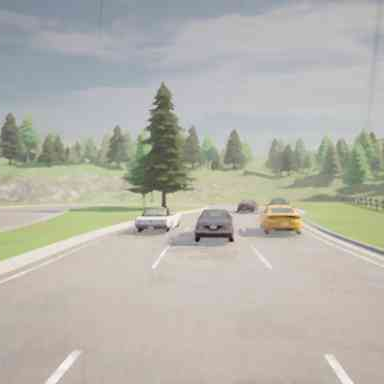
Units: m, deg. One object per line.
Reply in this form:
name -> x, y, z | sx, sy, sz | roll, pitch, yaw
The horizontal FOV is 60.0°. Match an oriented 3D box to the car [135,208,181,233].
car -> -1.892, 1.630, 20.149 | 1.895, 1.301, 4.718 | 0, 0, 8

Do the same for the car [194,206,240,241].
car -> 1.196, 1.573, 16.783 | 2.033, 1.411, 5.357 | 0, 0, 6

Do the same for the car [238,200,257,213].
car -> 6.393, 1.583, 38.000 | 1.812, 1.442, 4.674 | 0, 0, 19

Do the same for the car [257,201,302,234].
car -> 5.087, 1.507, 19.431 | 1.882, 1.535, 5.008 | 0, 0, 8

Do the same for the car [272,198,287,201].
car -> 9.659, 1.408, 36.682 | 2.097, 1.767, 4.553 | 0, 0, 19
